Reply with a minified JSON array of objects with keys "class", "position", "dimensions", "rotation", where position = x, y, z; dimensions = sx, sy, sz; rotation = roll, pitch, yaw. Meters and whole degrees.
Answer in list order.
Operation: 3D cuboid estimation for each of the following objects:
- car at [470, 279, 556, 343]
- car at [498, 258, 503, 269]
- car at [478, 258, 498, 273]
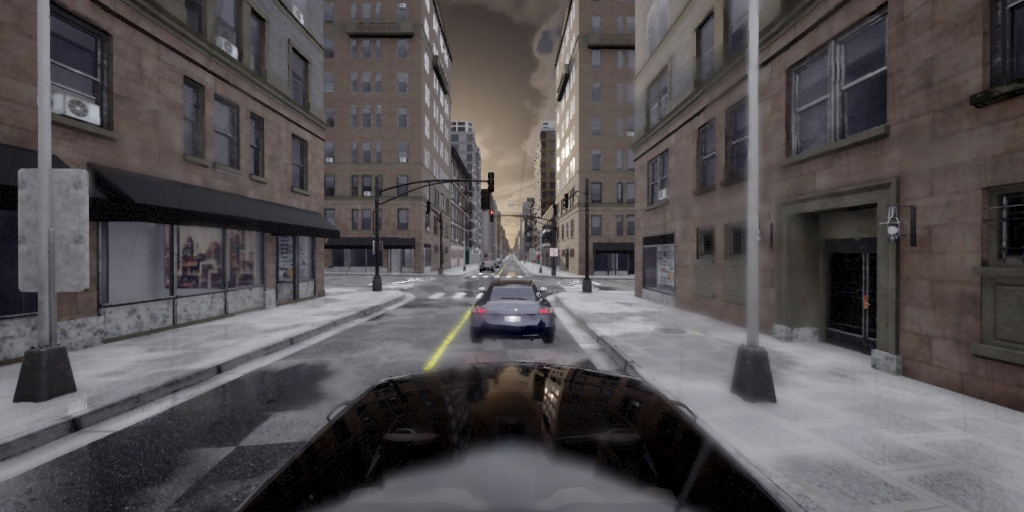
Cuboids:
[{"class":"car","position":[0.017,1.315,9.668],"dimensions":[1.994,1.385,4.181],"rotation":[0,0,0]},{"class":"car","position":[-3.028,1.386,60.571],"dimensions":[2.033,1.411,5.357],"rotation":[0,0,0]},{"class":"car","position":[-3.060,1.311,44.673],"dimensions":[1.837,1.490,4.892],"rotation":[0,0,0]}]
